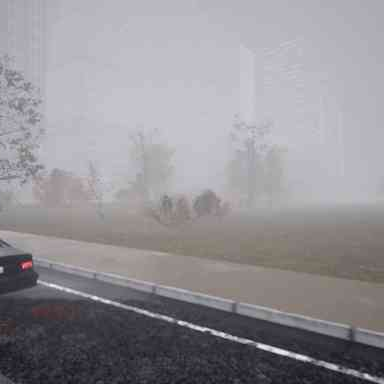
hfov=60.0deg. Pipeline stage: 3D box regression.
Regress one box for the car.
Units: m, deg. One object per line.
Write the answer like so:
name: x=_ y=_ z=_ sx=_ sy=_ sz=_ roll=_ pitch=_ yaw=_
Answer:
car: x=-5.727 y=1.530 z=7.744 sx=5.357 sy=1.411 sz=2.033 roll=0 pitch=0 yaw=36
